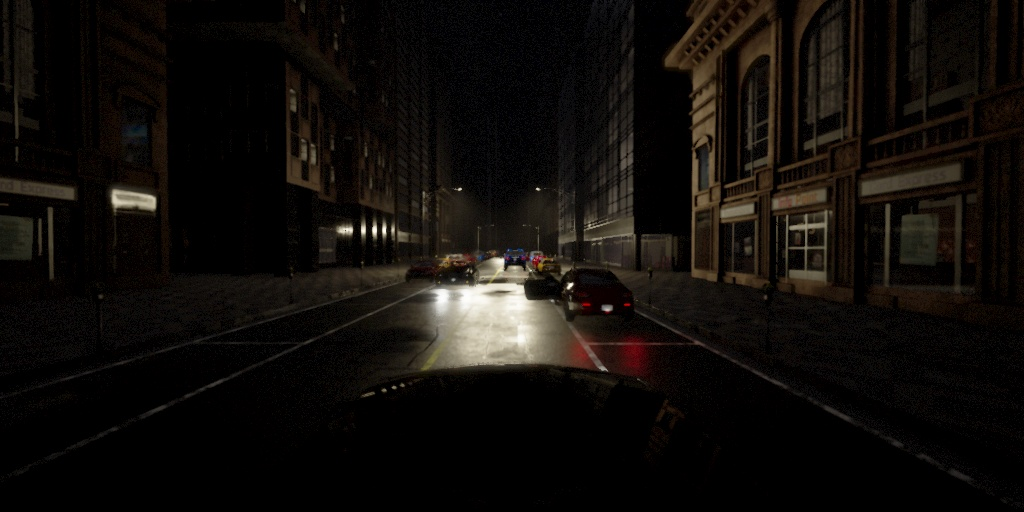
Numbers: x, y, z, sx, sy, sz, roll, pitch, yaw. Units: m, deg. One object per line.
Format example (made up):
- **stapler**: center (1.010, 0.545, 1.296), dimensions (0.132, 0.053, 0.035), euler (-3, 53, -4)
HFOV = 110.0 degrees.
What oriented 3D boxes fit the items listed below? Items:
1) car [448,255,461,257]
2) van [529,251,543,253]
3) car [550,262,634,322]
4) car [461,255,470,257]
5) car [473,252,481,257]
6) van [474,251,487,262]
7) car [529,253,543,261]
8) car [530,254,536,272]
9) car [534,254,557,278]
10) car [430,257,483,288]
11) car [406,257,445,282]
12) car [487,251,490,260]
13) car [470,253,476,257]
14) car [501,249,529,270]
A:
- **car**: center (-5.556, 0.772, 28.768), dimensions (1.751, 1.417, 4.829), euler (0, 0, 0)
- **van**: center (3.100, 0.282, 45.683), dimensions (1.690, 1.789, 3.998), euler (0, 0, 0)
- **car**: center (2.424, 1.098, 11.349), dimensions (1.812, 1.442, 4.674), euler (0, 1, 0)
- **car**: center (-5.512, 0.584, 34.538), dimensions (1.967, 1.591, 4.097), euler (0, 0, 0)
- **car**: center (-5.425, 0.483, 45.740), dimensions (1.888, 1.381, 4.507), euler (0, 0, 0)
- **van**: center (-5.338, 0.074, 56.942), dimensions (1.690, 1.789, 3.998), euler (0, 0, 0)
- **car**: center (3.057, 0.589, 40.082), dimensions (1.888, 1.381, 4.507), euler (0, 0, 0)
- **car**: center (3.013, 0.692, 34.481), dimensions (1.888, 1.381, 4.507), euler (0, 0, 0)
- **car**: center (2.971, 0.775, 29.050), dimensions (1.751, 1.417, 4.829), euler (0, 0, 0)
- **car**: center (-2.959, 0.974, 20.117), dimensions (1.994, 1.385, 4.181), euler (0, 1, 0)
- **car**: center (-5.598, 0.932, 23.337), dimensions (1.802, 1.307, 4.207), euler (0, 0, 0)
- **car**: center (-5.295, 0.212, 62.542), dimensions (1.802, 1.307, 4.207), euler (0, 0, 0)
- **car**: center (-5.468, 0.586, 40.139), dimensions (1.888, 1.381, 4.507), euler (0, 0, 0)
- **car**: center (0.321, 0.332, 36.554), dimensions (2.150, 2.045, 5.566), euler (0, 1, 1)
